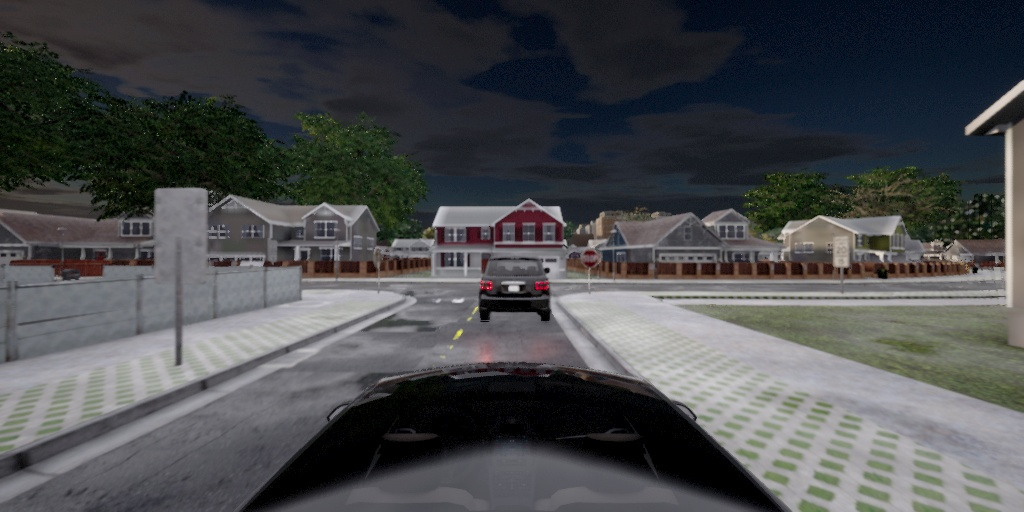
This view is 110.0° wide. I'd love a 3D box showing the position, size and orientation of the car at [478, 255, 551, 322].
[{"bbox_3d":[0.168,0.987,12.523,2.150,2.045,5.566,0,0,3],"label":"car"}]
